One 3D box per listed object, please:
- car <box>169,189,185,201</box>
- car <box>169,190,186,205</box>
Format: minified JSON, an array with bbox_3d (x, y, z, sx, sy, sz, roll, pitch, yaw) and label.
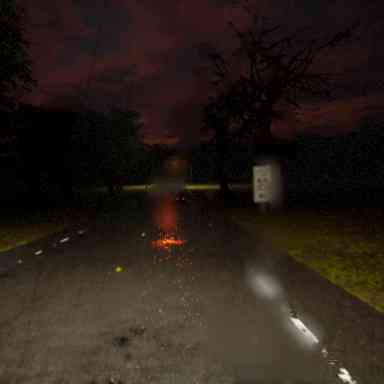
[{"bbox_3d":[-2.164,0.409,49.211,2.128,1.511,4.902,-2,2,-2],"label":"car"},{"bbox_3d":[-1.678,0.759,39.309,2.033,1.411,5.357,-2,2,-2],"label":"car"}]
